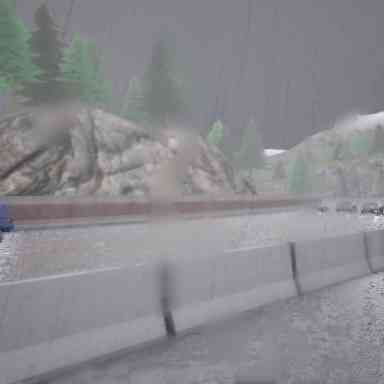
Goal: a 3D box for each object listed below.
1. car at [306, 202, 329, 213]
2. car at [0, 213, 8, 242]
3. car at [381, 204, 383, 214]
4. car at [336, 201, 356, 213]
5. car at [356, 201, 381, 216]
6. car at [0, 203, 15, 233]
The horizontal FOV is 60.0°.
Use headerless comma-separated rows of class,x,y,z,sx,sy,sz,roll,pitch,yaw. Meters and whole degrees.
car,16.927,2.052,44.720,1.994,1.385,4.181,-1,-1,38
car,-10.493,1.804,13.760,4.674,1.442,1.812,0,-1,-35
car,20.547,1.512,32.509,2.150,2.045,5.566,-1,-1,41
car,20.058,1.943,43.050,1.837,1.490,4.892,-1,-1,38
car,20.831,1.874,38.357,1.837,1.490,4.892,-1,-1,39
car,-12.118,1.560,16.894,5.566,2.045,2.150,1,-1,-35
